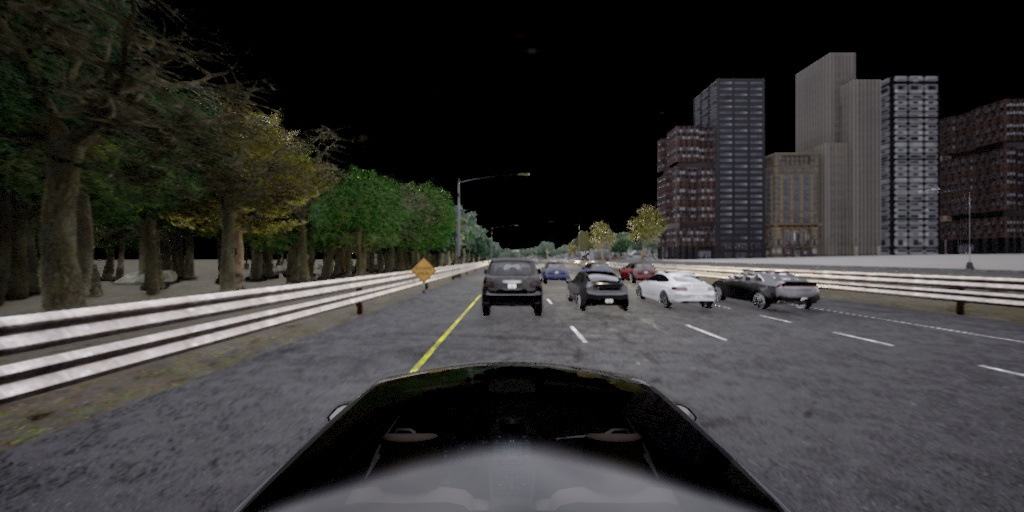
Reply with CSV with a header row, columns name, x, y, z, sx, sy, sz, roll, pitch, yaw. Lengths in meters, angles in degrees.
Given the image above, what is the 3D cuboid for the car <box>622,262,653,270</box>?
name,x,y,z,sx,sy,sz,roll,pitch,yaw
car,10.536,1.323,30.252,2.097,1.767,4.553,0,0,0

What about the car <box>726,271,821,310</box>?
name,x,y,z,sx,sy,sz,roll,pitch,yaw
car,10.525,1.365,15.347,2.128,1.511,4.902,0,0,0

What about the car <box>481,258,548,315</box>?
name,x,y,z,sx,sy,sz,roll,pitch,yaw
car,0.016,1.088,14.404,2.150,2.045,5.566,0,0,0

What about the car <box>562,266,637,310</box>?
name,x,y,z,sx,sy,sz,roll,pitch,yaw
car,3.526,1.379,15.366,1.837,1.490,4.892,0,0,0

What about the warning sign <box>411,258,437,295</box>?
name,x,y,z,sx,sy,sz,roll,pitch,yaw
warning sign,-4.538,1.011,18.459,1.300,1.860,1.060,0,0,0

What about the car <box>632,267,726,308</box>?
name,x,y,z,sx,sy,sz,roll,pitch,yaw
car,7.029,1.400,15.747,1.812,1.442,4.674,0,0,0

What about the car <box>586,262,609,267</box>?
name,x,y,z,sx,sy,sz,roll,pitch,yaw
car,7.036,1.323,30.254,2.097,1.767,4.553,0,0,0

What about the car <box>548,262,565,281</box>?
name,x,y,z,sx,sy,sz,roll,pitch,yaw
car,3.536,1.322,30.257,2.097,1.767,4.553,0,0,0
